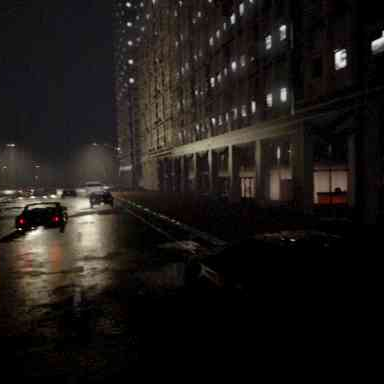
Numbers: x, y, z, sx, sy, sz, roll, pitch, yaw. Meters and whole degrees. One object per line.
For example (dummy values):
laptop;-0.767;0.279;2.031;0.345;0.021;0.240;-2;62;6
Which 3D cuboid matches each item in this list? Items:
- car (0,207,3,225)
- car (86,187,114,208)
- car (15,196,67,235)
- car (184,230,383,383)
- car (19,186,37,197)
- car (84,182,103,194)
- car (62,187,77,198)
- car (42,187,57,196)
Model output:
car;-10.799;1.189;16.385;2.033;1.411;5.357;-3;3;-18
car;-7.968;0.577;28.959;1.895;1.301;4.718;-3;3;-18
car;-6.969;1.130;15.795;1.895;1.301;4.718;-3;3;-18
car;1.292;1.256;4.516;1.812;1.442;4.674;-3;3;-18
car;-26.909;-0.149;54.687;2.097;1.767;4.553;-3;3;-18
car;-13.013;-0.301;44.117;2.150;2.045;5.566;-3;3;-18
car;-17.087;0.077;46.196;2.033;1.411;5.357;-3;3;-18
car;-23.806;-0.094;55.674;1.994;1.385;4.181;-3;3;-18
